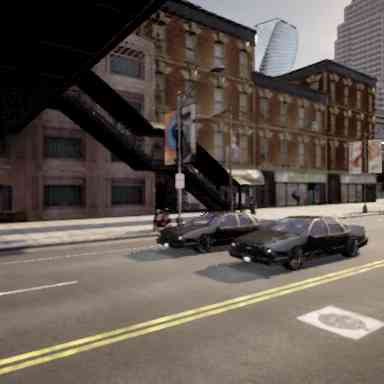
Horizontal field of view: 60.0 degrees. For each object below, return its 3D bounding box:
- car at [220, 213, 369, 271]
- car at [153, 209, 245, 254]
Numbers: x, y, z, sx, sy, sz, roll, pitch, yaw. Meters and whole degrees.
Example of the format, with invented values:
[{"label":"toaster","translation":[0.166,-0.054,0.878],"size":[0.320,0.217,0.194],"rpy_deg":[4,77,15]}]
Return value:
[{"label":"car","translation":[3.717,1.491,10.956],"size":[5.357,1.411,2.033],"rpy_deg":[0,0,-36]},{"label":"car","translation":[1.246,1.496,13.491],"size":[5.357,1.411,2.033],"rpy_deg":[0,0,-36]}]
